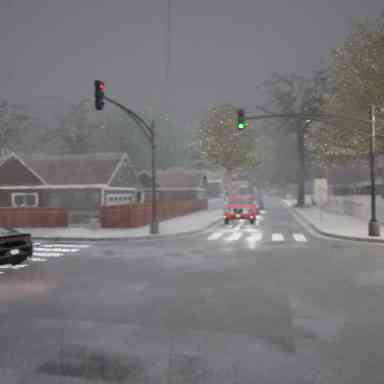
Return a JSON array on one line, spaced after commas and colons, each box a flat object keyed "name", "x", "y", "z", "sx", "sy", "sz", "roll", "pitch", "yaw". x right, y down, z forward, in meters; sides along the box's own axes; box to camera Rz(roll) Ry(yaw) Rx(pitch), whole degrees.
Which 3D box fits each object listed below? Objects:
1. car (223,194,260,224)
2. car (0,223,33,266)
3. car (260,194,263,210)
[{"name": "car", "x": 3.785, "y": 1.282, "z": 25.544, "sx": 2.150, "sy": 2.045, "sz": 5.566, "roll": -1, "pitch": 0, "yaw": 13}, {"name": "car", "x": -7.545, "y": 1.680, "z": 10.897, "sx": 5.008, "sy": 1.535, "sz": 1.882, "roll": -1, "pitch": -1, "yaw": 24}, {"name": "car", "x": 6.106, "y": 1.425, "z": 35.178, "sx": 2.097, "sy": 1.767, "sz": 4.553, "roll": -1, "pitch": 0, "yaw": 14}]
